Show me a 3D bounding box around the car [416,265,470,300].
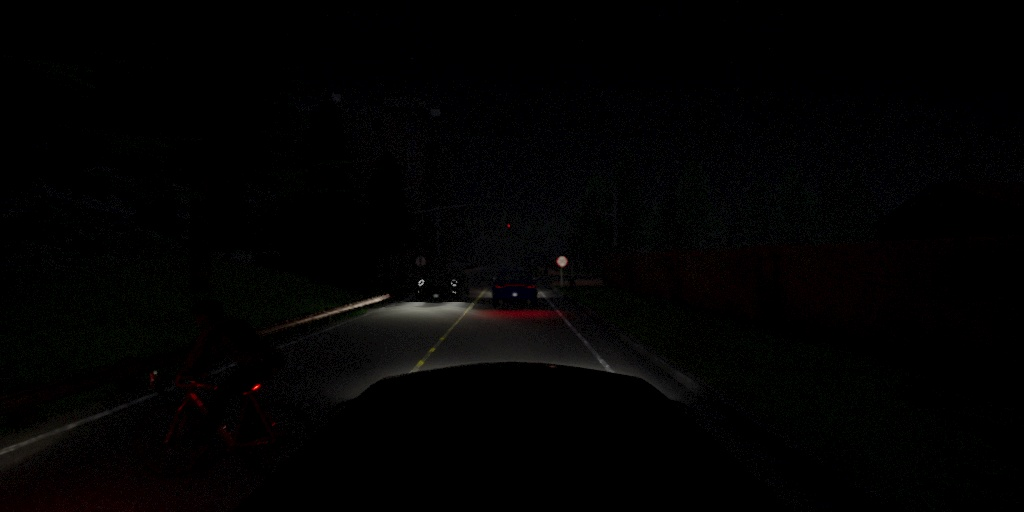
[{"bbox_3d":[-3.512,1.282,18.897,2.097,1.767,4.553,0,0,1],"label":"car"}]

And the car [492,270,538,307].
[{"bbox_3d":[0.108,1.384,16.509,1.882,1.535,5.008,0,-1,0],"label":"car"}]

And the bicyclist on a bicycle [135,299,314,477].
[{"bbox_3d":[-2.623,1.219,3.275,1.656,1.620,0.582,0,-1,0],"label":"bicyclist on a bicycle"}]
